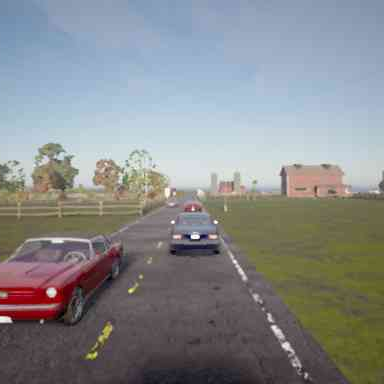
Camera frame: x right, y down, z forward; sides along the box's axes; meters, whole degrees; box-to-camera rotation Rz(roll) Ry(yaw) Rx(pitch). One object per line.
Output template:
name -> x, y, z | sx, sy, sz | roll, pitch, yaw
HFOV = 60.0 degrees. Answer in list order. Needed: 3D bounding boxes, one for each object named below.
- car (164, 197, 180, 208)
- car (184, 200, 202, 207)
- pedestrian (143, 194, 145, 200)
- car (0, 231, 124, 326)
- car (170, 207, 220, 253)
car -> -2.824, 1.529, 48.189 | 1.812, 1.442, 4.674 | 0, 0, 0
car -> 0.106, 1.528, 34.779 | 1.812, 1.442, 4.674 | 0, 0, 0
pedestrian -> -12.147, 1.426, 83.862 | 0.375, 1.860, 0.375 | 0, 1, 0
car -> -2.850, 1.602, 7.177 | 1.895, 1.301, 4.718 | 0, 0, 0
car -> 0.103, 1.550, 13.628 | 2.033, 1.411, 5.357 | 0, 0, 0
